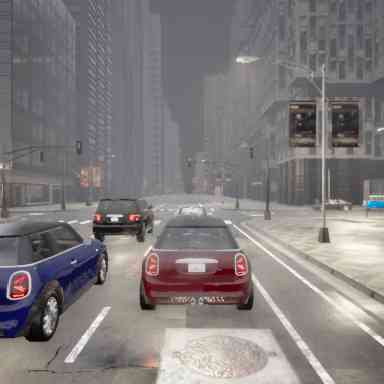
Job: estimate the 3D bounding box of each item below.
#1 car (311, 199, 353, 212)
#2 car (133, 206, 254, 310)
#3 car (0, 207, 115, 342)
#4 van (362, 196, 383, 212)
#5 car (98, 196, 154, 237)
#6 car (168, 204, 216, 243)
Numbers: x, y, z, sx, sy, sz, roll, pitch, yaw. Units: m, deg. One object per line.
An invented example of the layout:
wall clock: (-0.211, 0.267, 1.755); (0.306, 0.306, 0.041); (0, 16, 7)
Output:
car: (15.789, 1.513, 37.567); (4.403, 1.369, 2.008); (0, 0, 0)
car: (0.081, 1.352, 7.960); (2.097, 1.767, 4.553); (0, 0, 0)
car: (-3.166, 1.352, 6.640); (2.097, 1.767, 4.553); (0, 0, 0)
van: (21.407, 1.292, 37.556); (3.998, 1.788, 1.690); (0, 0, 0)
car: (-3.188, 1.222, 16.352); (2.150, 2.045, 5.566); (0, 0, 0)
car: (0.050, 1.491, 17.147); (2.128, 1.511, 4.902); (0, 0, 2)
